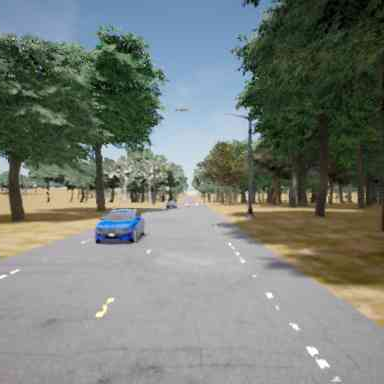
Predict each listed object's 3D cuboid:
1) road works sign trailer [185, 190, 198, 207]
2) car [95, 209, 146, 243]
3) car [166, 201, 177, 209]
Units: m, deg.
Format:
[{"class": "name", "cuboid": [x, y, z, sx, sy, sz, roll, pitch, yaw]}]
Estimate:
[{"class": "road works sign trailer", "cuboid": [0.021, 1.290, 68.345, 2.380, 3.560, 2.880, 0, -1, 0]}, {"class": "car", "cuboid": [-3.596, 1.675, 17.364, 1.882, 1.535, 5.008, 0, -1, 0]}, {"class": "car", "cuboid": [-3.521, 2.231, 57.985, 2.033, 1.411, 5.357, 0, -1, 1]}]
